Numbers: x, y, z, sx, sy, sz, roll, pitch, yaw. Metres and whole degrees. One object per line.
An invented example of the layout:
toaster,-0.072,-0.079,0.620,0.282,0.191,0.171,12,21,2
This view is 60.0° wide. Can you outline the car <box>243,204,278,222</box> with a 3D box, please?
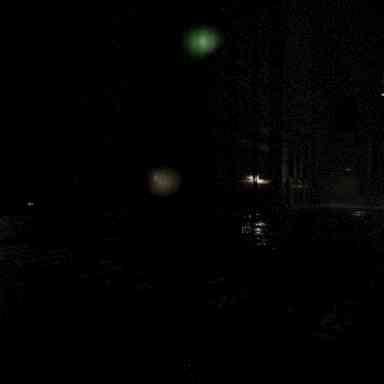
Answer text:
car,6.426,1.872,30.863,1.837,1.490,4.892,0,0,35
